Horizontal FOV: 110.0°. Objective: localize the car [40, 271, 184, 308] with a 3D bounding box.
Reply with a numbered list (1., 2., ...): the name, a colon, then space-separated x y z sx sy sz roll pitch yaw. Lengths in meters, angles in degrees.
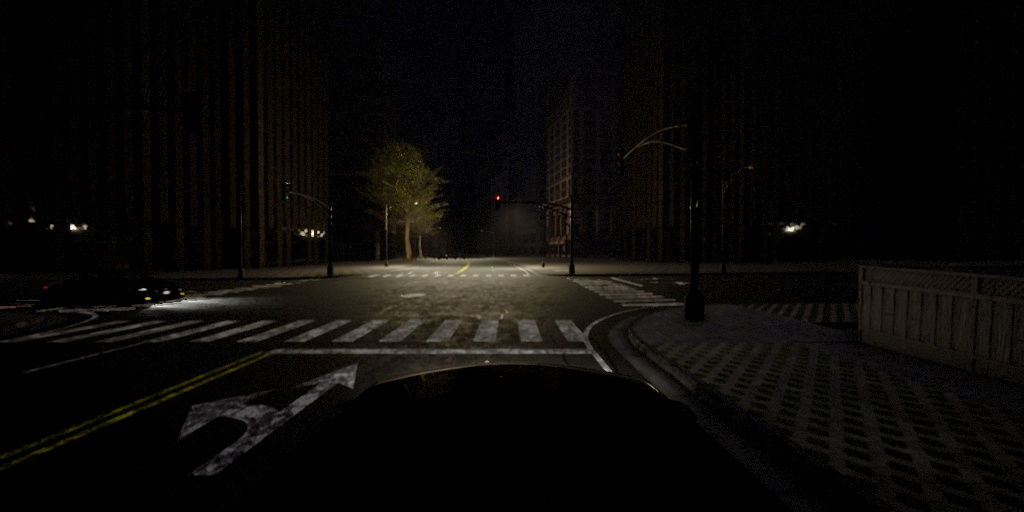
1. car: -15.826 1.295 14.331 4.181 1.385 1.994 0 1 0
